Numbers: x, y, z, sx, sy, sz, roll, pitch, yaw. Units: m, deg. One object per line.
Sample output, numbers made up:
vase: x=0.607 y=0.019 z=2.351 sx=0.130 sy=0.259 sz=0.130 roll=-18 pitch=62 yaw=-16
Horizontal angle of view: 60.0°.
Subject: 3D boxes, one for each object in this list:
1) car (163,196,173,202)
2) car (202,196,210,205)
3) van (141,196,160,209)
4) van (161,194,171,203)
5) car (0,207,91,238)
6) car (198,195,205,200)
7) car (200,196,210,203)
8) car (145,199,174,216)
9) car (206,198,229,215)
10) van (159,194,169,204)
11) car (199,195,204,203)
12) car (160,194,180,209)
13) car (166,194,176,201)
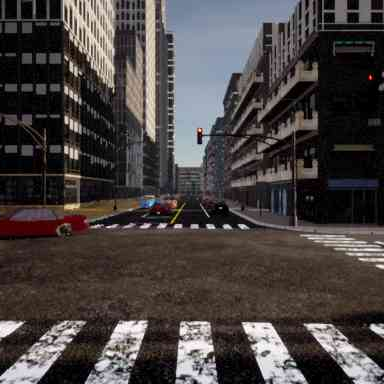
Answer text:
car: x=-5.619 y=1.567 z=77.702 sx=2.008 sy=1.369 sz=4.403 roll=0 pitch=0 yaw=0
car: x=2.729 y=1.550 z=43.769 sx=1.887 sy=1.381 sz=4.507 roll=0 pitch=0 yaw=0
van: x=-5.652 y=1.346 z=43.777 sx=1.690 sy=1.788 sz=3.998 roll=0 pitch=0 yaw=0
van: x=-5.625 y=1.355 z=72.048 sx=1.690 sy=1.788 sz=3.998 roll=0 pitch=0 yaw=0
car: x=-7.625 y=1.423 z=15.701 sx=5.357 sy=1.411 sz=2.033 roll=1 pitch=0 yaw=-34
car: x=2.777 y=1.590 z=94.658 sx=1.947 sy=1.339 sz=4.313 roll=0 pitch=0 yaw=0
car: x=2.756 y=1.559 z=72.040 sx=1.887 sy=1.381 sz=4.507 roll=0 pitch=0 yaw=0
car: x=-3.068 y=1.603 z=32.567 sx=1.895 sy=1.301 sz=4.718 roll=0 pitch=0 yaw=0
car: x=2.720 y=1.568 z=33.802 sx=1.947 sy=1.339 sz=4.313 roll=0 pitch=0 yaw=0
van: x=-5.631 y=1.353 z=66.394 sx=1.690 sy=1.788 sz=3.998 roll=0 pitch=0 yaw=0
car: x=2.745 y=1.561 z=60.732 sx=2.008 sy=1.369 sz=4.403 roll=0 pitch=0 yaw=0
car: x=-3.053 y=1.358 z=45.232 sx=2.097 sy=1.767 sz=4.553 roll=0 pitch=0 yaw=0
car: x=-5.609 y=1.337 z=89.012 sx=2.192 sy=1.841 sz=5.009 roll=0 pitch=0 yaw=0
